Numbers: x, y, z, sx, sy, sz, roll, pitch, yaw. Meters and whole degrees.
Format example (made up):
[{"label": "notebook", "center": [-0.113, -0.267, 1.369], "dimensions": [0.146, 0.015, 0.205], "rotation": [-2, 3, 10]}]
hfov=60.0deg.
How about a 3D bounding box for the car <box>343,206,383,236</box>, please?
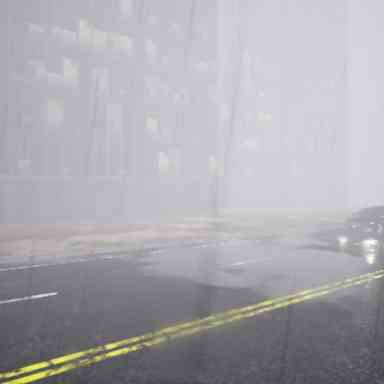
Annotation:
[{"label": "car", "center": [10.678, 1.600, 19.288], "dimensions": [4.892, 1.490, 1.837], "rotation": [0, 0, -36]}]
